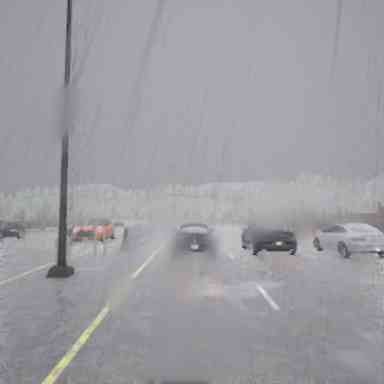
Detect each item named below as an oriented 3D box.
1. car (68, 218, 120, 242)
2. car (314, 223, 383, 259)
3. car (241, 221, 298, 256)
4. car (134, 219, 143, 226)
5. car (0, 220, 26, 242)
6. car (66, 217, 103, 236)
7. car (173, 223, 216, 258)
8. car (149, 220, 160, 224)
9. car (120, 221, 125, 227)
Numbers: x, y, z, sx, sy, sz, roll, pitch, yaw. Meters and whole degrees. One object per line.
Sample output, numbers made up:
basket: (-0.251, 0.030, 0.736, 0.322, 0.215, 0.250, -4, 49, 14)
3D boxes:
car: (-7.092, 2.698, 24.472, 2.097, 1.767, 4.553, 0, -5, 0)
car: (7.102, 2.123, 15.028, 1.812, 1.442, 4.674, 0, -4, 0)
car: (3.602, 2.166, 16.261, 1.882, 1.535, 5.008, 0, -4, 0)
car: (-12.029, 6.868, 74.478, 1.812, 1.442, 4.674, 1, -5, -10)
car: (-14.091, 2.833, 24.421, 2.128, 1.511, 4.902, 0, -5, 0)
car: (-10.581, 3.392, 33.071, 2.097, 1.767, 4.553, 0, -5, 0)
car: (0.102, 2.146, 15.353, 1.812, 1.442, 4.674, 0, -4, 0)
car: (-7.251, 6.155, 64.878, 2.033, 1.411, 5.357, 0, -5, -4)
car: (-14.292, 6.206, 64.870, 1.895, 1.301, 4.718, 0, -5, -4)
